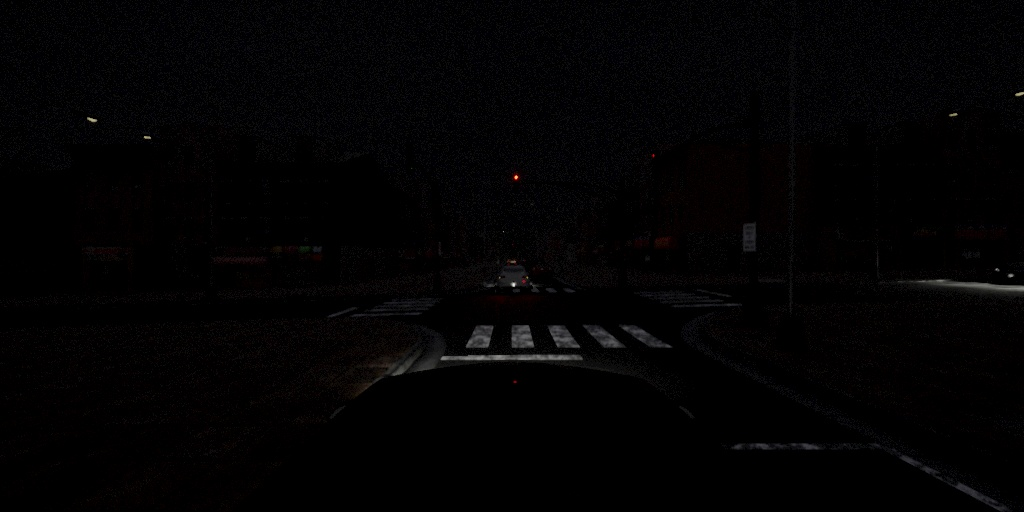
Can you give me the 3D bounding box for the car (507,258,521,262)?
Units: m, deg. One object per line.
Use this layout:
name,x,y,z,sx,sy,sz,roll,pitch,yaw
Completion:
car,0.046,1.409,58.921,1.895,1.301,4.718,0,0,0

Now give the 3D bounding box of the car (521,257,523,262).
car,2.631,1.089,43.979,2.192,1.841,5.009,0,0,0

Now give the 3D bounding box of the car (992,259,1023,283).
car,25.047,0.544,16.350,4.674,1.442,1.812,-2,0,0

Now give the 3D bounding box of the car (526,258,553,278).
car,2.633,1.197,33.174,1.967,1.591,4.097,0,0,0

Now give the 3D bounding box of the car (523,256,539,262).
car,2.632,1.080,38.576,2.192,1.841,5.009,0,0,0

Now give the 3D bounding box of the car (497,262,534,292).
car,0.089,1.267,21.057,1.812,1.442,4.674,0,0,0
